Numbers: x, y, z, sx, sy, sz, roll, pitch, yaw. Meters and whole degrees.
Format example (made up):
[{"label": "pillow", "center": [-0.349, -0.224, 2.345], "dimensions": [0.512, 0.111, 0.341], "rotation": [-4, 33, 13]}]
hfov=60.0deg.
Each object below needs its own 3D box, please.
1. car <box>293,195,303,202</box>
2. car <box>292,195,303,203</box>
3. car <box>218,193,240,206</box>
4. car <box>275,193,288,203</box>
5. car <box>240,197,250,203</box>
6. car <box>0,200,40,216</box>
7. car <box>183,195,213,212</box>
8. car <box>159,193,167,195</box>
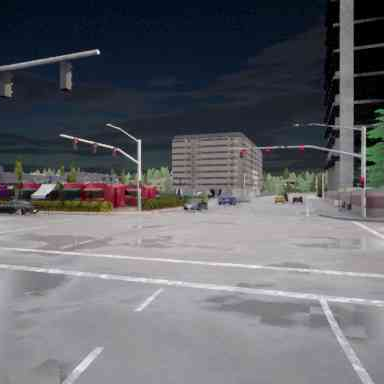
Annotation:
[{"label": "car", "center": [24.780, 1.525, 77.346], "dimensions": [2.128, 1.511, 4.902], "rotation": [0, 0, 19]}, {"label": "car", "center": [21.483, 1.478, 67.604], "dimensions": [1.882, 1.535, 5.008], "rotation": [0, 0, 19]}, {"label": "car", "center": [5.845, 1.224, 54.632], "dimensions": [2.150, 2.045, 5.566], "rotation": [0, 0, 19]}, {"label": "car", "center": [18.270, 1.478, 69.010], "dimensions": [1.882, 1.535, 5.008], "rotation": [0, 0, 19]}, {"label": "car", "center": [10.757, 1.595, 68.755], "dimensions": [1.895, 1.301, 4.718], "rotation": [0, 0, 19]}, {"label": "car", "center": [-17.452, 1.560, 33.002], "dimensions": [4.892, 1.490, 1.837], "rotation": [0, 0, 20]}, {"label": "car", "center": [0.491, 1.491, 38.979], "dimensions": [2.128, 1.511, 4.902], "rotation": [0, 0, 19]}, {"label": "car", "center": [-7.924, 1.209, 81.463], "dimensions": [4.605, 1.855, 1.932], "rotation": [0, 0, 19]}]
